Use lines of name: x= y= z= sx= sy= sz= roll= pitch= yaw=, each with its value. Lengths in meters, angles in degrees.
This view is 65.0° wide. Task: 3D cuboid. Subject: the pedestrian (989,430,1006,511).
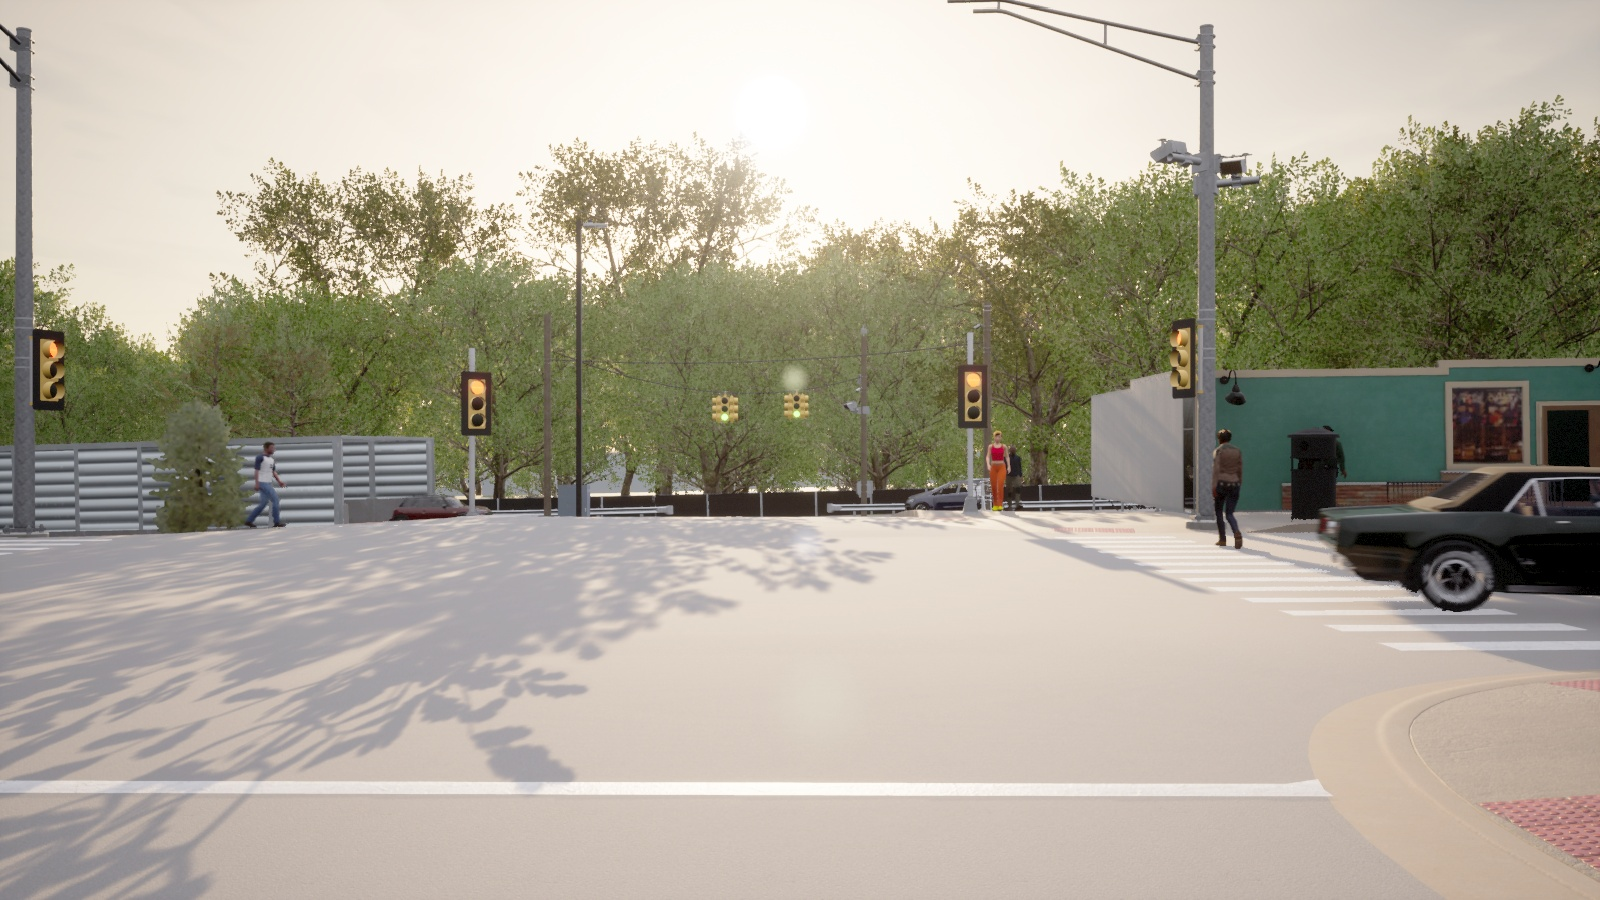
pedestrian: x=4.507 y=0.464 z=28.631 sx=0.345 sy=1.836 sz=0.594 roll=0 pitch=0 yaw=14

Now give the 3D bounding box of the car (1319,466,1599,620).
car: x=7.460 y=0.816 z=11.646 sx=4.718 sy=1.301 sz=1.895 roll=0 pitch=0 yaw=16

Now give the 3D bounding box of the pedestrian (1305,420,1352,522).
pedestrian: x=10.272 y=0.409 z=24.389 sx=0.788 sy=1.949 sz=0.423 roll=0 pitch=0 yaw=-26

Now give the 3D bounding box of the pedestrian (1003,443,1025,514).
pedestrian: x=5.616 y=0.730 z=33.017 sx=0.402 sy=1.842 sz=0.726 roll=0 pitch=0 yaw=-5

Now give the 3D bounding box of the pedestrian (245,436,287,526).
pedestrian: x=-10.953 y=0.640 z=25.765 sx=0.706 sy=1.836 sz=0.354 roll=0 pitch=0 yaw=0

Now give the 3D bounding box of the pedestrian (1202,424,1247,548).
pedestrian: x=6.296 y=0.520 z=18.641 sx=0.328 sy=1.805 sz=0.869 roll=0 pitch=0 yaw=-3

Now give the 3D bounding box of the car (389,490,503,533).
car: x=-16.256 y=2.836 z=57.749 sx=4.553 sy=1.767 sz=2.097 roll=-1 pitch=0 yaw=6

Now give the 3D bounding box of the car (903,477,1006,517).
car: x=7.190 y=2.190 z=58.496 sx=4.611 sy=1.667 sz=2.242 roll=-2 pitch=0 yaw=8
